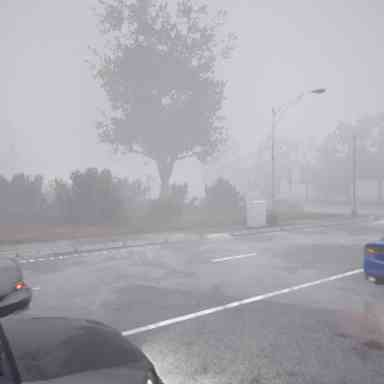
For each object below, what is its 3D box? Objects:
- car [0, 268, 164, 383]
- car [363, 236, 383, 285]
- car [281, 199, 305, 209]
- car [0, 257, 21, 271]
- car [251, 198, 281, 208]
[{"bbox_3d":[-2.206,1.564,2.170,4.181,1.385,1.994,0,0,-36],"label":"car"},{"bbox_3d":[6.212,1.470,8.217,5.008,1.535,1.882,0,0,-36],"label":"car"},{"bbox_3d":[13.041,1.569,45.523,1.895,1.301,4.718,0,0,-33],"label":"car"},{"bbox_3d":[-5.201,1.549,4.572,5.357,1.411,2.033,0,0,-36],"label":"car"},{"bbox_3d":[9.401,1.534,44.709,1.994,1.385,4.181,0,0,-33],"label":"car"}]
